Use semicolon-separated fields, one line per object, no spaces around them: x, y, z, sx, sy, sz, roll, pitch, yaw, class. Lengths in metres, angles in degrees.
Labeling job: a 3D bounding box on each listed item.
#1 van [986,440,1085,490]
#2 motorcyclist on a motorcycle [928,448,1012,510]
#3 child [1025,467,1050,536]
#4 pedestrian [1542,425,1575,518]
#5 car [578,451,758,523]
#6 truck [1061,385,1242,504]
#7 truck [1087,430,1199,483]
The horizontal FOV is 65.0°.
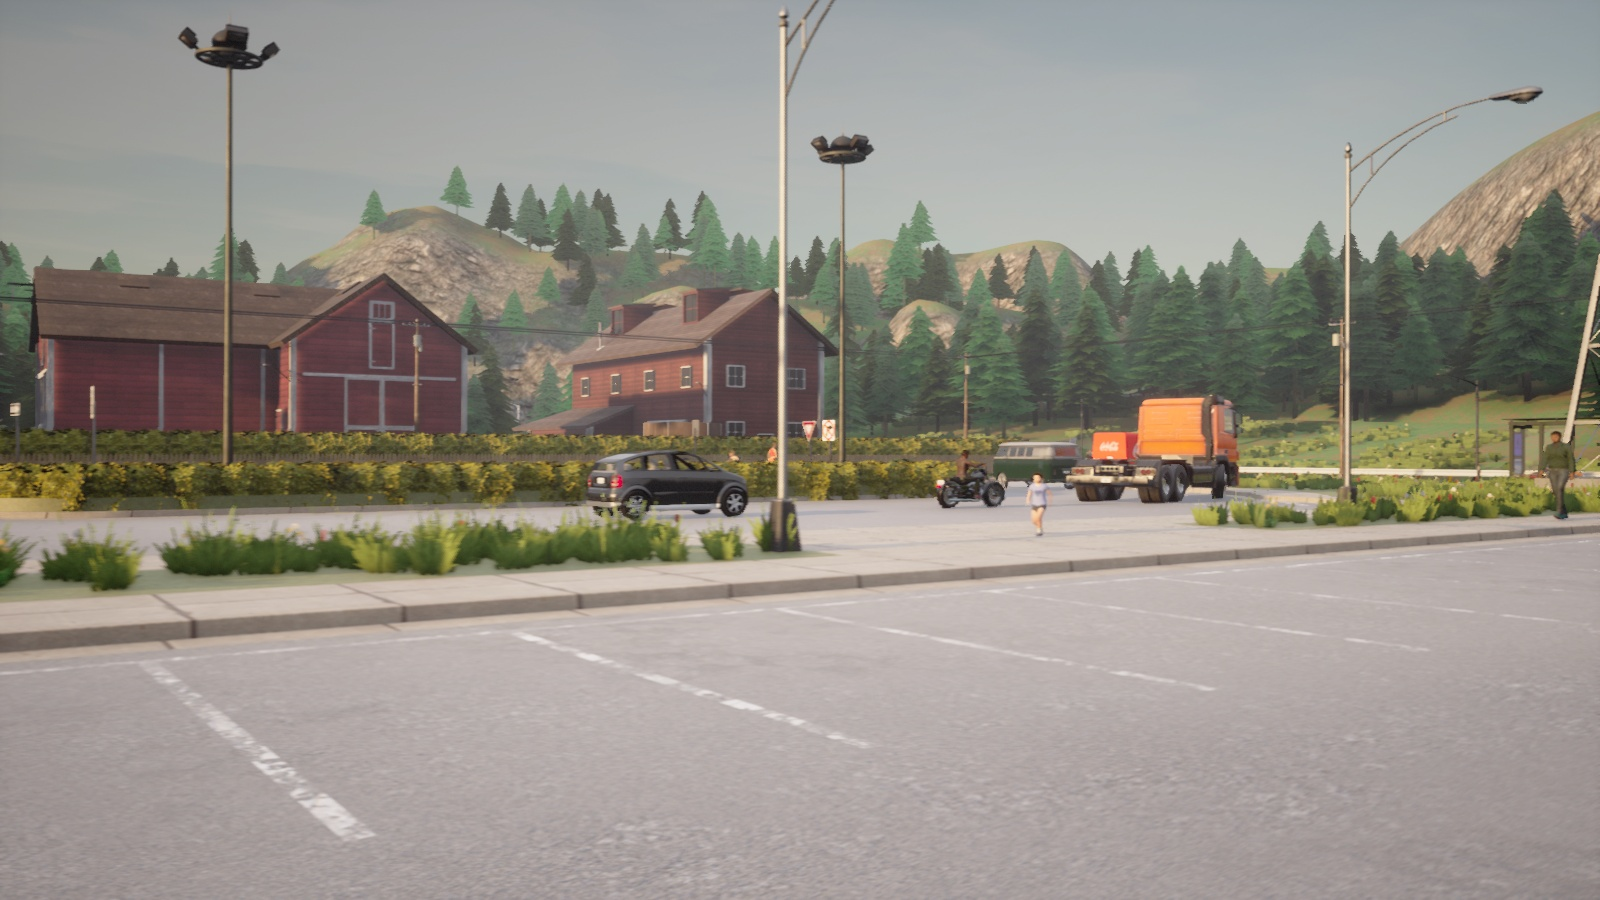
9.846;0.606;52.783;1.775;1.987;4.442;0;0;-26;van
4.640;0.769;34.144;2.350;1.649;0.766;0;0;-34;motorcyclist on a motorcycle
3.869;0.826;20.457;0.255;1.110;0.394;0;0;34;child
15.272;0.430;25.284;0.614;1.847;0.353;0;0;-34;pedestrian
-3.013;0.801;28.903;3.705;1.549;1.789;0;0;-34;car
11.536;-0.161;40.674;2.891;3.462;7.936;0;0;37;truck
17.388;0.349;63.613;5.204;2.467;2.627;2;-1;-33;truck
